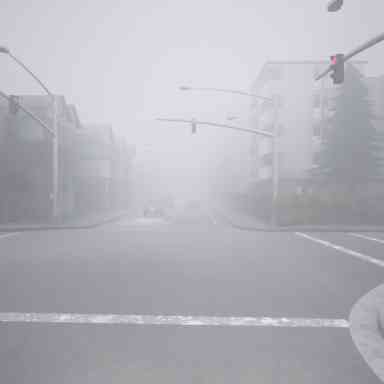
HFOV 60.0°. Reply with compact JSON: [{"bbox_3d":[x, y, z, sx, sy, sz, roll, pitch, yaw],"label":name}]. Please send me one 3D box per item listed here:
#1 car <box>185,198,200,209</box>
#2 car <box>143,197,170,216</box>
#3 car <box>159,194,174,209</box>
[{"bbox_3d":[0.119,1.526,45.537,1.812,1.442,4.674,0,0,0],"label":"car"},{"bbox_3d":[-3.581,1.491,32.388,2.128,1.511,4.902,0,0,0],"label":"car"},{"bbox_3d":[-3.550,1.223,44.735,2.150,2.045,5.566,0,0,0],"label":"car"}]
